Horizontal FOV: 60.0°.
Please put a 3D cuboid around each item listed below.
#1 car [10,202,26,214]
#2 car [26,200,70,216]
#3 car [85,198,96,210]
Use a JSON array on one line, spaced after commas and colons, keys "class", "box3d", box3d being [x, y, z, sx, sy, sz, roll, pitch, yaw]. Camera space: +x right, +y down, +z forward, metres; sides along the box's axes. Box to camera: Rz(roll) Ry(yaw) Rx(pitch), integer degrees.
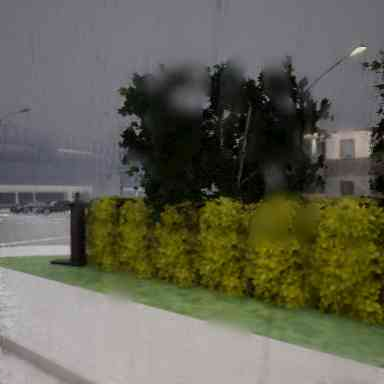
[{"class": "car", "box3d": [-16.982, 1.593, 35.495, 1.994, 1.385, 4.181, 0, 0, 35]}, {"class": "car", "box3d": [-13.844, 1.545, 33.876, 1.812, 1.442, 4.674, 0, 0, 35]}, {"class": "car", "box3d": [-11.960, 1.505, 42.650, 1.812, 1.442, 4.674, 0, 1, 35]}]
